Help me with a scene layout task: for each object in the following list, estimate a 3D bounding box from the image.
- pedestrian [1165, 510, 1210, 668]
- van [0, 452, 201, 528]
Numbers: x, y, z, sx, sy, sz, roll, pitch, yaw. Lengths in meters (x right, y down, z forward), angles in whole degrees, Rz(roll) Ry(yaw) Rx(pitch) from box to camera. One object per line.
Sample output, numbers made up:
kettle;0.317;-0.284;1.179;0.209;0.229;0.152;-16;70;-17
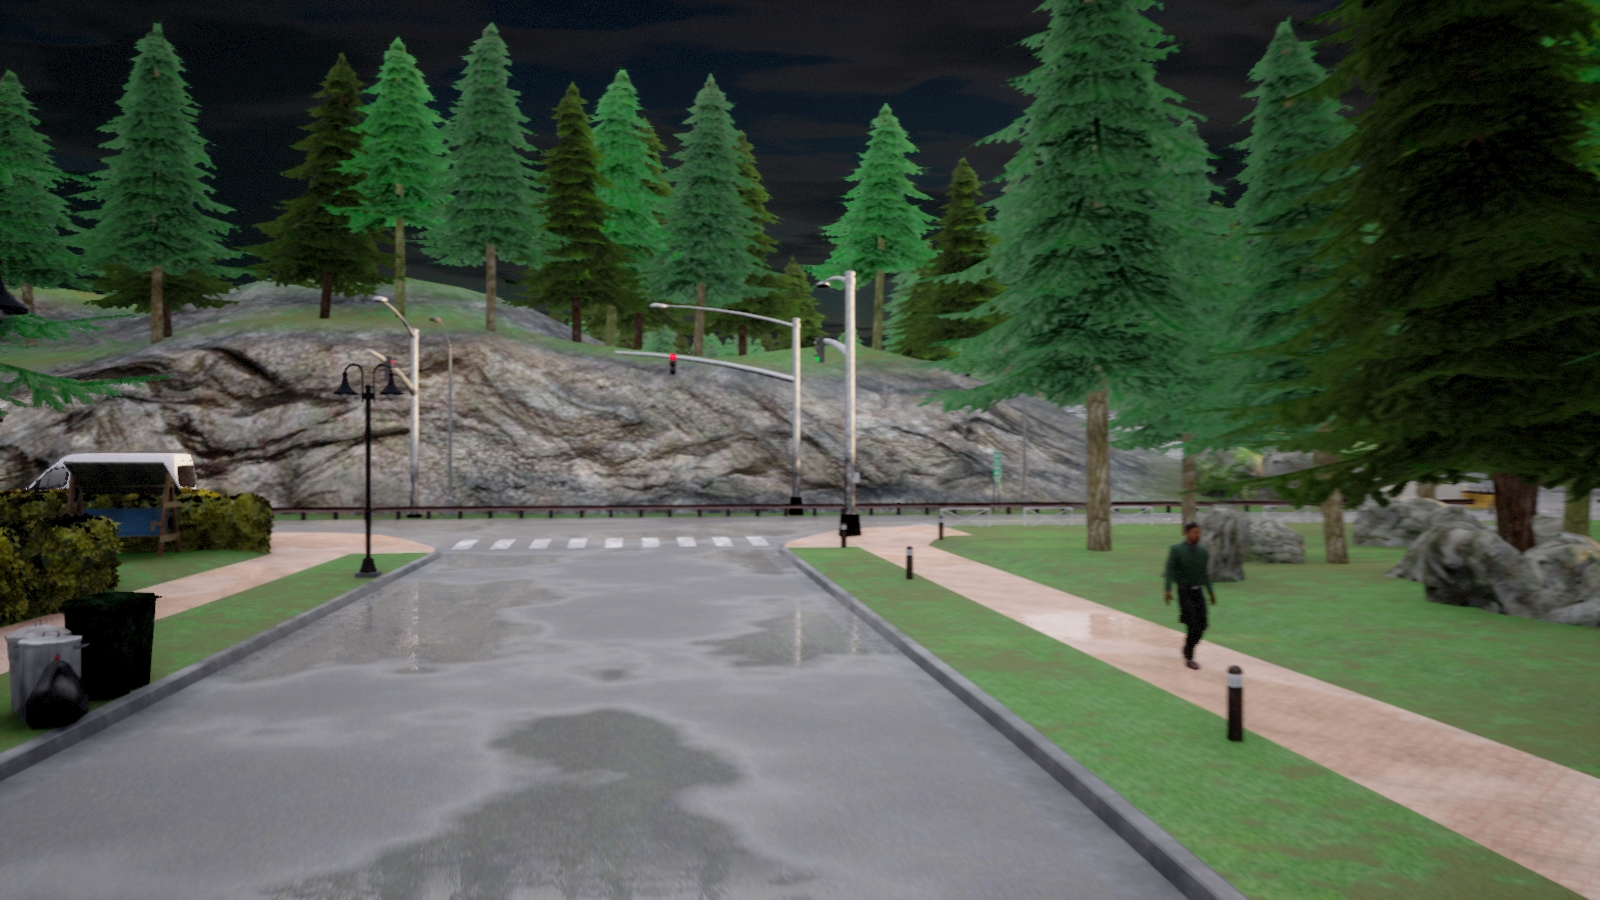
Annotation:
pedestrian;4.693;1.663;13.843;0.375;1.860;0.375;0;0;-13
van;-24.555;1.357;40.150;5.915;2.561;1.988;0;0;-7
